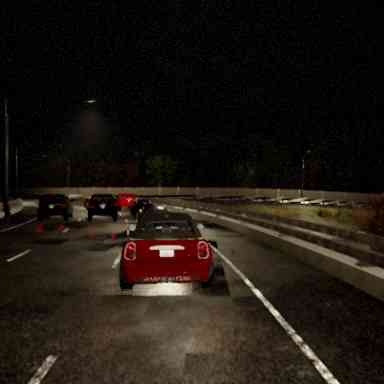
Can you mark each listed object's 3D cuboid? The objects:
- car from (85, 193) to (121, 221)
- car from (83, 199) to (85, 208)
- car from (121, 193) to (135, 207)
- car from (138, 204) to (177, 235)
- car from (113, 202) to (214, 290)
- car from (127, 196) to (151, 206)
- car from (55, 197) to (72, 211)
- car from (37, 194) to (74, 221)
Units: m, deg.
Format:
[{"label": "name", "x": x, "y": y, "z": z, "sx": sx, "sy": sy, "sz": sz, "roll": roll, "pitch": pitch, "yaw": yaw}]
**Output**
[{"label": "car", "x": -7.109, "y": 1.138, "z": 26.391, "sx": 2.150, "sy": 2.045, "sz": 5.566, "roll": 0, "pitch": 0, "yaw": -16}, {"label": "car", "x": -12.718, "y": 1.341, "z": 42.453, "sx": 1.882, "sy": 1.535, "sz": 5.008, "roll": 0, "pitch": 0, "yaw": -23}, {"label": "car", "x": -8.223, "y": 1.089, "z": 40.815, "sx": 2.150, "sy": 2.045, "sz": 5.566, "roll": 0, "pitch": 1, "yaw": -21}, {"label": "car", "x": -2.134, "y": 1.497, "z": 19.428, "sx": 1.994, "sy": 1.385, "sz": 4.181, "roll": 0, "pitch": 0, "yaw": -9}, {"label": "car", "x": -0.703, "y": 1.320, "z": 9.209, "sx": 2.097, "sy": 1.767, "sz": 4.553, "roll": 0, "pitch": 0, "yaw": -5}, {"label": "car", "x": -4.540, "y": 1.402, "z": 30.027, "sx": 1.837, "sy": 1.490, "sz": 4.892, "roll": 0, "pitch": 0, "yaw": -15}, {"label": "car", "x": -15.785, "y": 1.381, "z": 40.746, "sx": 1.837, "sy": 1.490, "sz": 4.892, "roll": 0, "pitch": 1, "yaw": -23}, {"label": "car", "x": -10.764, "y": 1.140, "z": 26.465, "sx": 2.150, "sy": 2.045, "sz": 5.566, "roll": 0, "pitch": 0, "yaw": -15}]
